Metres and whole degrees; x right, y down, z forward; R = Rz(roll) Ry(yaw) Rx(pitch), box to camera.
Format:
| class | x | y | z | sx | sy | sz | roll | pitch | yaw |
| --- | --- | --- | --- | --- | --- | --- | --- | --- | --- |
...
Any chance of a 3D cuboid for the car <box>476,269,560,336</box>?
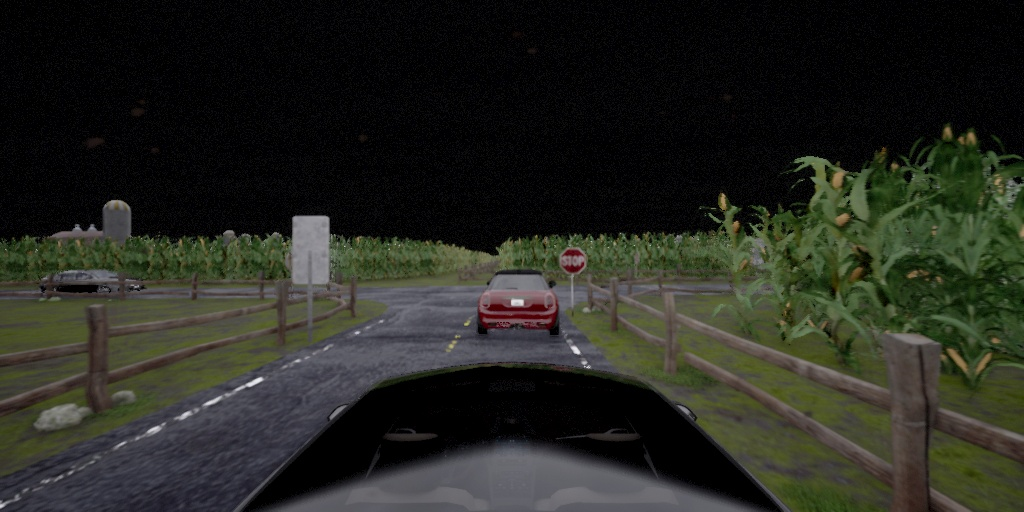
| class | x | y | z | sx | sy | sz | roll | pitch | yaw |
| --- | --- | --- | --- | --- | --- | --- | --- | --- | --- |
| car | 0.272 | 1.166 | 10.818 | 2.097 | 1.767 | 4.553 | 0 | 0 | 4 |

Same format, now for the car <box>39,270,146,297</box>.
| class | x | y | z | sx | sy | sz | roll | pitch | yaw |
| --- | --- | --- | --- | --- | --- | --- | --- | --- | --- |
| car | -24.426 | 1.565 | 21.004 | 4.902 | 1.511 | 2.128 | 0 | 0 | 0 |
